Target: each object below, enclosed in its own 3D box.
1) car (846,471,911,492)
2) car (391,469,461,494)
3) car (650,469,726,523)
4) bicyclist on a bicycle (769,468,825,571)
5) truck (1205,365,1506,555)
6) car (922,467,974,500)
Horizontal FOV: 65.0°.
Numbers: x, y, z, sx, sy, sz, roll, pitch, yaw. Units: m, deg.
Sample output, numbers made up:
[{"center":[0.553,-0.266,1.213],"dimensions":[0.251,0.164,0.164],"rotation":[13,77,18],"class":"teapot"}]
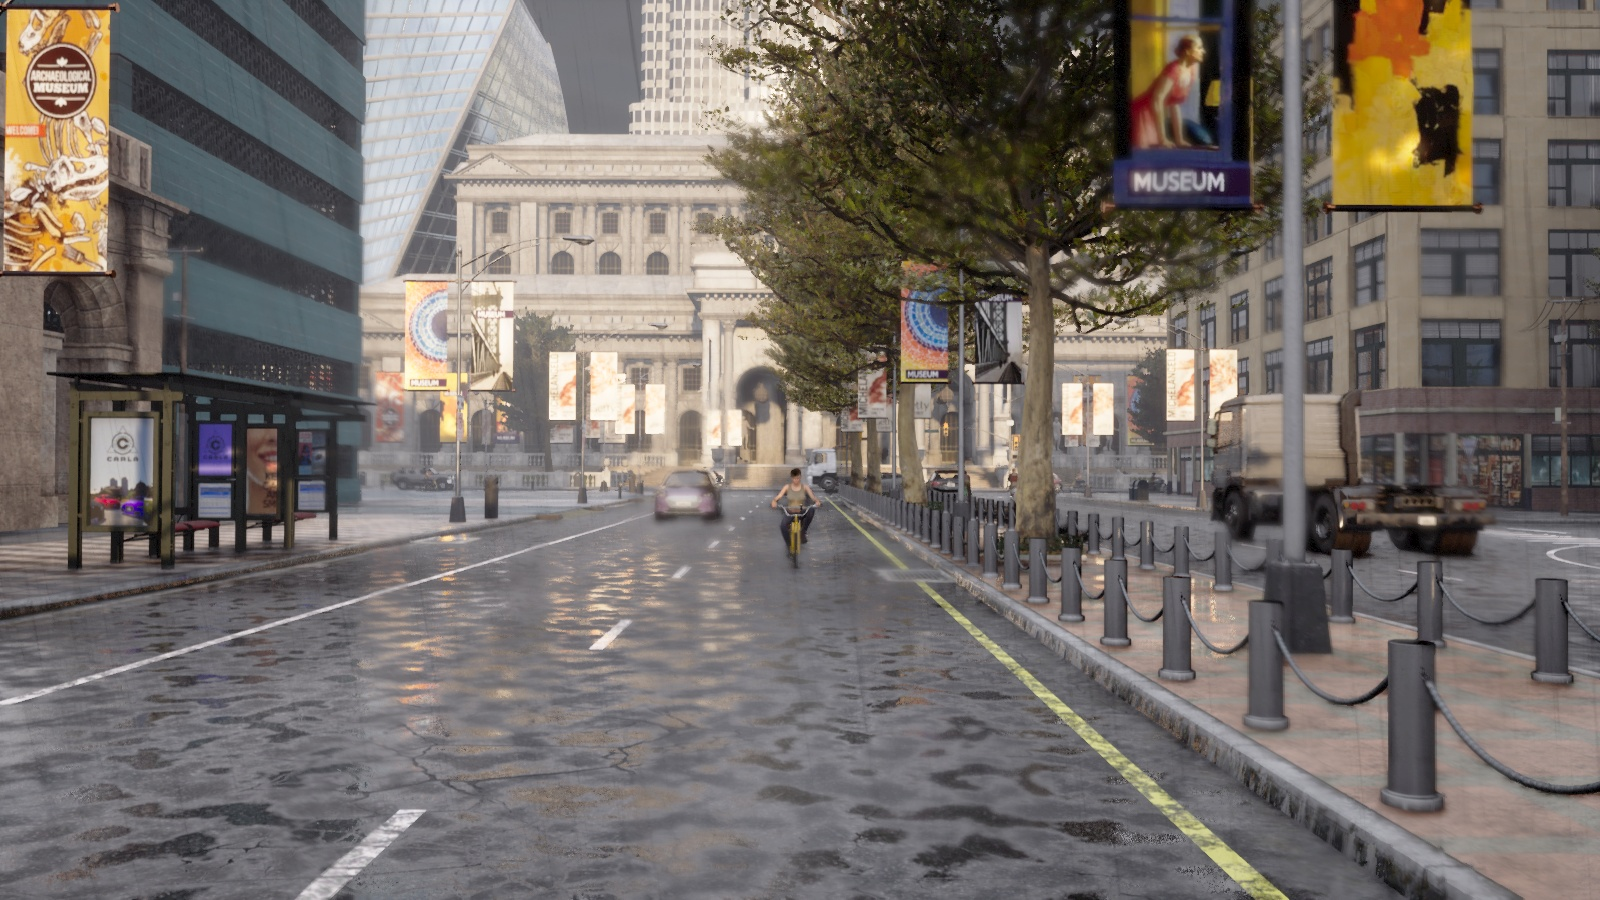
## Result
[{"center":[5.825,2.303,92.641],"dimensions":[4.514,1.525,2.007],"rotation":[0,-1,-34],"class":"car"},{"center":[-27.836,2.323,93.554],"dimensions":[4.605,1.855,1.932],"rotation":[0,-1,0],"class":"car"},{"center":[-3.597,1.454,41.132],"dimensions":[2.033,1.649,4.856],"rotation":[0,-1,0],"class":"car"},{"center":[-0.053,1.097,20.462],"dimensions":[0.866,1.612,1.509],"rotation":[0,-1,0],"class":"bicyclist on a bicycle"},{"center":[11.433,0.242,26.930],"dimensions":[2.891,3.462,7.936],"rotation":[0,-1,0],"class":"truck"},{"center":[7.840,1.760,67.067],"dimensions":[2.242,1.667,4.611],"rotation":[0,-1,0],"class":"car"}]
